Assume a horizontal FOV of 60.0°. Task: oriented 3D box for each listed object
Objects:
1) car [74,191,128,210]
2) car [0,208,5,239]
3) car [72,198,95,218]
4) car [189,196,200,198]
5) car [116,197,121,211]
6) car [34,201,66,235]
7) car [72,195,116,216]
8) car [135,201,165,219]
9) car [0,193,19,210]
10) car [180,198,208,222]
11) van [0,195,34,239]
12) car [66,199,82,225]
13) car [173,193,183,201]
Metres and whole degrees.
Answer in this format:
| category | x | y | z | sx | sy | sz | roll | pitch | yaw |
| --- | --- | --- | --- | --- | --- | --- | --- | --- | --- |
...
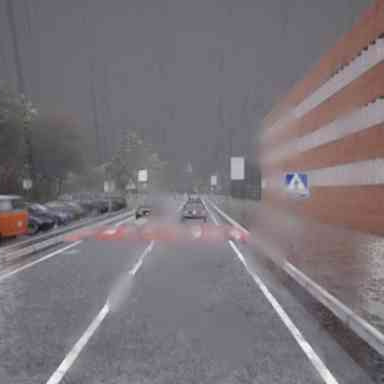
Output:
| category | x | y | z | sx | sy | sz | roll | pitch | yaw |
| --- | --- | --- | --- | --- | --- | --- | --- | --- | --- |
| car | -9.419 | 0.929 | 33.960 | 5.566 | 2.045 | 2.435 | 0 | 1 | 0 |
| car | -9.378 | 1.409 | 11.357 | 4.674 | 1.452 | 2.002 | 0 | 0 | 0 |
| car | -9.411 | 1.319 | 22.660 | 4.674 | 1.452 | 2.002 | 0 | 0 | 0 |
| car | 0.300 | 1.205 | 41.558 | 2.128 | 1.511 | 4.902 | 0 | 1 | 1 |
| car | -9.437 | 1.246 | 31.138 | 4.674 | 1.452 | 2.002 | 0 | 1 | 0 |
| car | -9.368 | 1.354 | 17.008 | 4.792 | 1.488 | 2.163 | 0 | 0 | 0 |
| car | -9.425 | 1.232 | 28.310 | 5.008 | 1.535 | 2.097 | 0 | 1 | 0 |
| car | -3.260 | 1.387 | 26.451 | 1.994 | 1.385 | 4.181 | 0 | 0 | 0 |
| car | -21.966 | 1.021 | 36.667 | 4.553 | 1.767 | 2.185 | 0 | 0 | 0 |
| car | 0.177 | 1.389 | 24.324 | 2.033 | 1.411 | 5.357 | 0 | 0 | 0 |
| van | -9.506 | 1.121 | 14.180 | 4.442 | 1.987 | 1.878 | 0 | 0 | 0 |
| car | -9.408 | 1.342 | 19.834 | 4.674 | 1.452 | 2.002 | 0 | 0 | 0 |
| car | -2.749 | 0.928 | 67.666 | 2.128 | 1.511 | 4.902 | 0 | 1 | 1 |
